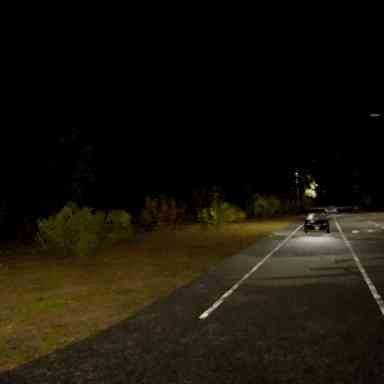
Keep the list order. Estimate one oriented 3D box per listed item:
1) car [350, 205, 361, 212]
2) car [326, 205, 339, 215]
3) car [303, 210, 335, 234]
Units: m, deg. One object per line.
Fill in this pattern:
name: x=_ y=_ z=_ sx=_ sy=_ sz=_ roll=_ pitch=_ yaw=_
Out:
car: x=37.936 y=3.735 z=77.278 sx=2.097 sy=1.767 sz=4.553 roll=-3 pitch=-3 yaw=22
car: x=27.442 y=3.538 z=65.212 sx=2.097 sy=1.767 sz=4.553 roll=-4 pitch=-3 yaw=29
car: x=10.042 y=2.450 z=26.663 sx=2.128 sy=1.511 sz=4.902 roll=-3 pitch=-3 yaw=22
